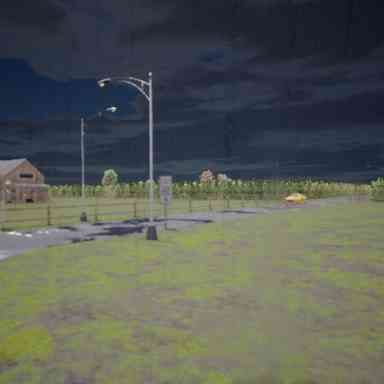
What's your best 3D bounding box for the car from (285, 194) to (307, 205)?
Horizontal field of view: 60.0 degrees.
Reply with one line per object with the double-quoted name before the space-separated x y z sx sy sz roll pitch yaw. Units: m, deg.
"car" 15.377 1.027 49.123 1.882 1.535 5.008 0 0 37
